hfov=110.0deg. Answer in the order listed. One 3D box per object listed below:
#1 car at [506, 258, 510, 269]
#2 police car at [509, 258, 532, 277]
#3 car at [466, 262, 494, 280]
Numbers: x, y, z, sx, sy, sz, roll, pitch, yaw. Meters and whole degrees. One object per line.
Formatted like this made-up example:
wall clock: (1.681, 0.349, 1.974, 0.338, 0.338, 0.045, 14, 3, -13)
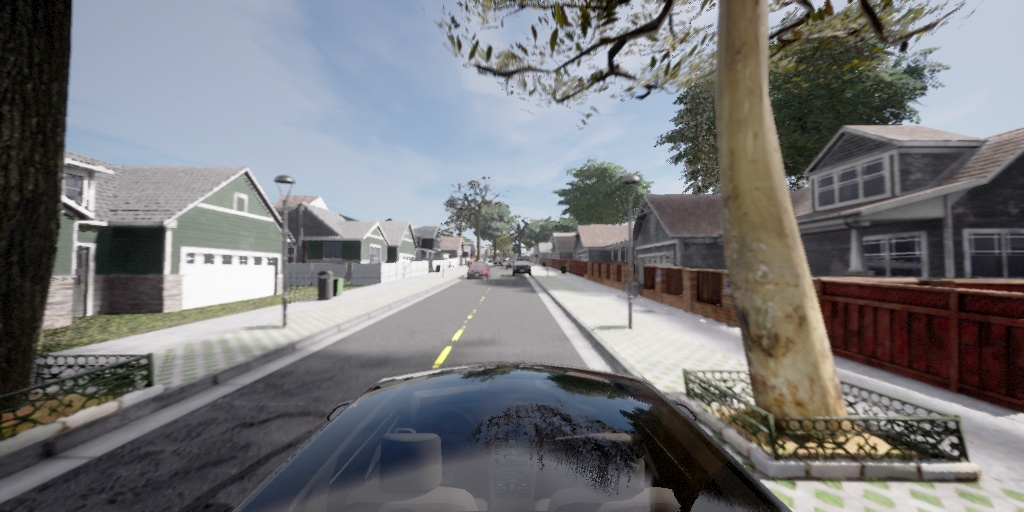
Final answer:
car: (-0.009, 1.312, 55.105, 1.895, 1.301, 4.718, 0, 0, 0)
police car: (0.956, 1.163, 36.151, 1.930, 1.638, 5.238, 0, 0, 0)
car: (-2.854, 1.269, 31.680, 1.812, 1.442, 4.674, 0, 0, 0)
